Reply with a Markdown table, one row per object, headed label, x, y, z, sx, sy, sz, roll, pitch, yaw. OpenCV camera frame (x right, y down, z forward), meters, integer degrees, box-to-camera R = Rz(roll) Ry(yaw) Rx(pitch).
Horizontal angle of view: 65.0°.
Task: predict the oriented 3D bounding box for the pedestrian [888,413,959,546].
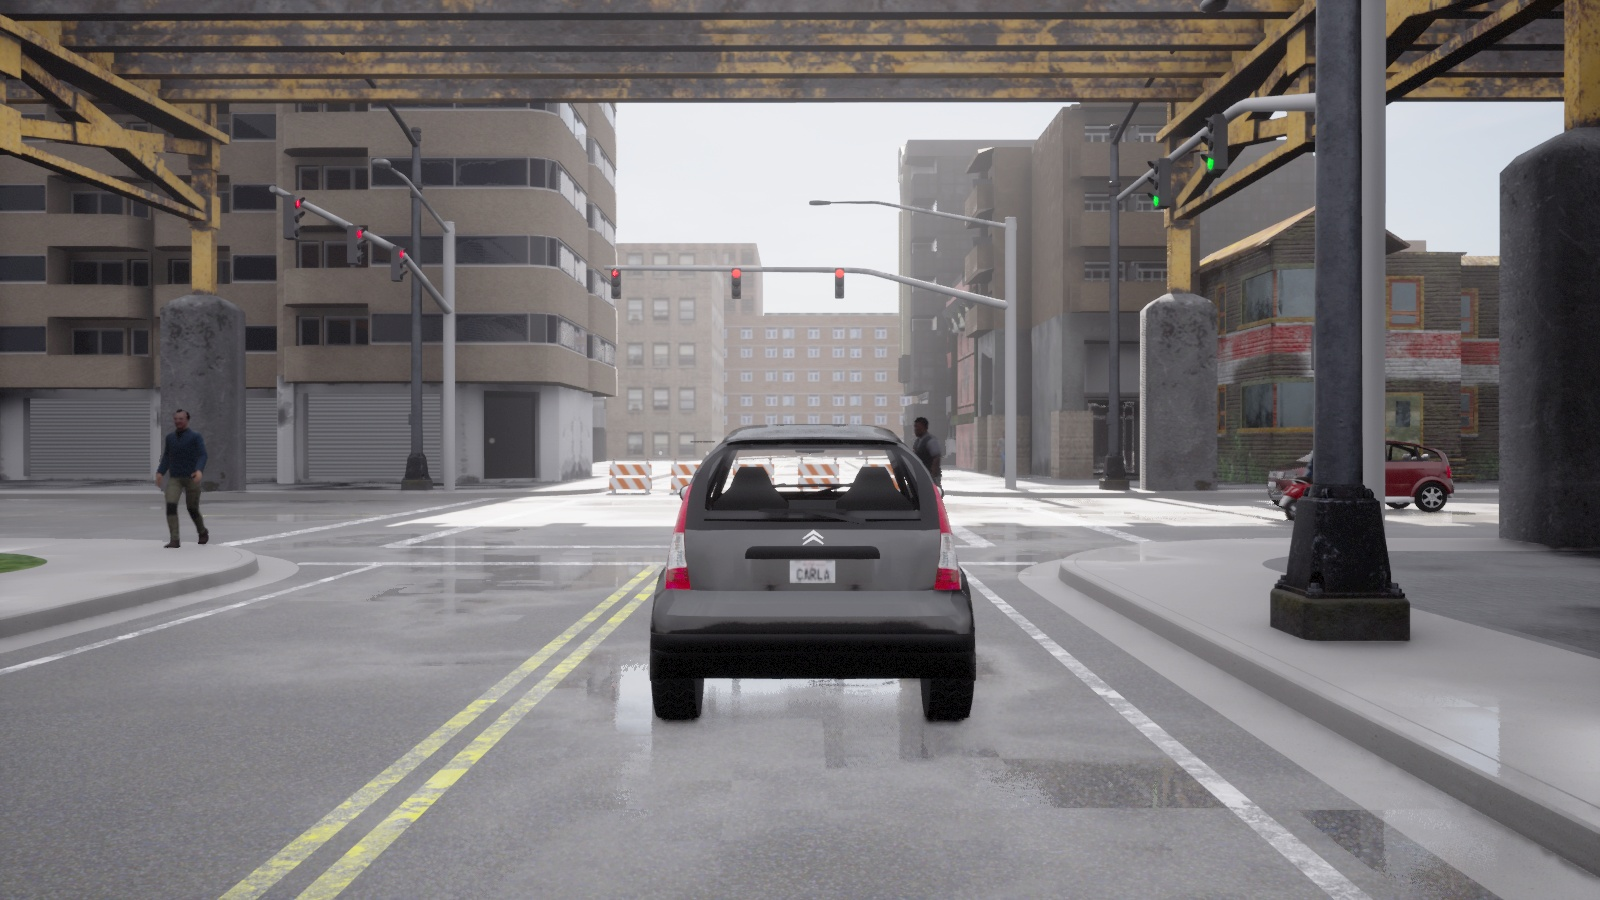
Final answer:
| label | x | y | z | sx | sy | sz | roll | pitch | yaw |
| --- | --- | --- | --- | --- | --- | --- | --- | --- | --- |
| pedestrian | 1.790 | 0.418 | 18.205 | 0.849 | 1.883 | 0.563 | 0 | 0 | -27 |

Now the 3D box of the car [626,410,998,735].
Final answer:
| label | x | y | z | sx | sy | sz | roll | pitch | yaw |
| --- | --- | --- | --- | --- | --- | --- | --- | --- | --- |
| car | 0.073 | 0.598 | 8.243 | 1.851 | 1.617 | 3.988 | 0 | 0 | 0 |

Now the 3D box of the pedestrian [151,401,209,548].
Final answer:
| label | x | y | z | sx | sy | sz | roll | pitch | yaw |
| --- | --- | --- | --- | --- | --- | --- | --- | --- | --- |
| pedestrian | -7.923 | 0.301 | 16.071 | 0.402 | 1.842 | 0.726 | 0 | 0 | -2 |

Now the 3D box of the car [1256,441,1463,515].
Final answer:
| label | x | y | z | sx | sy | sz | roll | pitch | yaw |
| --- | --- | --- | --- | --- | --- | --- | --- | --- | --- |
| car | 12.146 | 0.580 | 27.426 | 3.705 | 1.549 | 1.789 | 0 | 0 | 0 |

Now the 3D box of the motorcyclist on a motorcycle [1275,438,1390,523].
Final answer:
| label | x | y | z | sx | sy | sz | roll | pitch | yaw |
| --- | --- | --- | --- | --- | --- | --- | --- | --- | --- |
| motorcyclist on a motorcycle | 10.131 | 0.573 | 23.930 | 1.817 | 1.590 | 0.866 | 0 | 0 | 0 |

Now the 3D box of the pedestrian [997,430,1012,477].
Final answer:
| label | x | y | z | sx | sy | sz | roll | pitch | yaw |
| --- | --- | --- | --- | --- | --- | --- | --- | --- | --- |
| pedestrian | 8.086 | 0.138 | 49.642 | 0.354 | 1.836 | 0.706 | 0 | 0 | -13 |
